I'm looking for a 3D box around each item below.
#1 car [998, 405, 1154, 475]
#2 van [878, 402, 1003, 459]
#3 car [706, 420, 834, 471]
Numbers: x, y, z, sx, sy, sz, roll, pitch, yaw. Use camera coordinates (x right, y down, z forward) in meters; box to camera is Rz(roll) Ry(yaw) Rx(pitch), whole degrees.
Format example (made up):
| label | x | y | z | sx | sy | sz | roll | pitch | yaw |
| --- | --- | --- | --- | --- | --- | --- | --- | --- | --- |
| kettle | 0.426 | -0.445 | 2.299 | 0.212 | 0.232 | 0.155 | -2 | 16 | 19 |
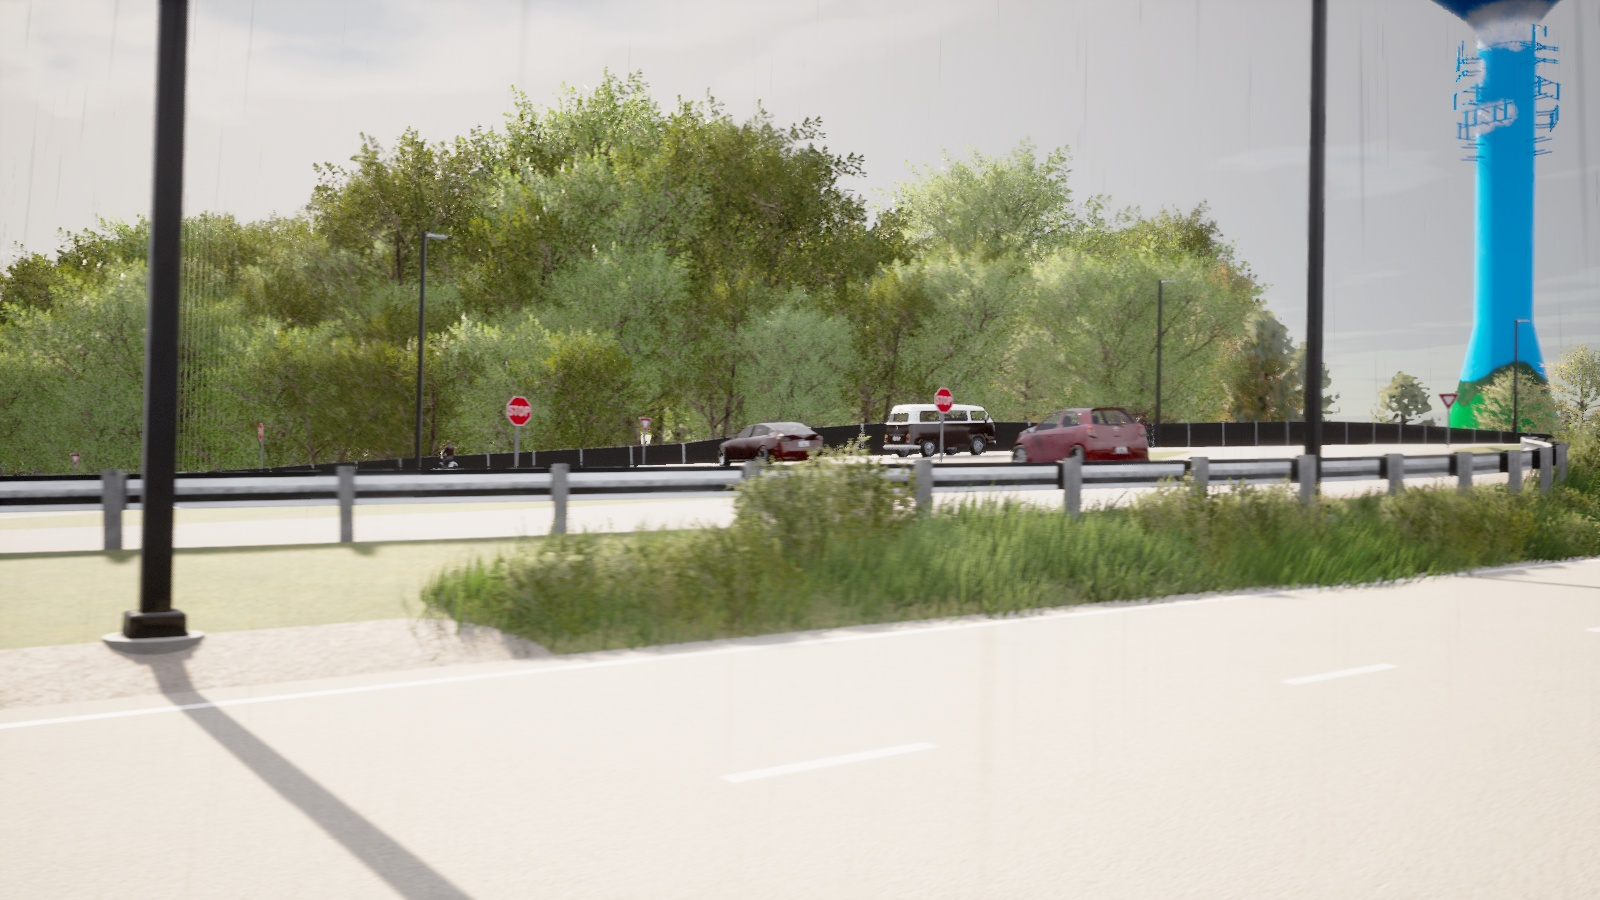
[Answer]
| label | x | y | z | sx | sy | sz | roll | pitch | yaw |
| --- | --- | --- | --- | --- | --- | --- | --- | --- | --- |
| car | 6.356 | -0.231 | 29.334 | 1.845 | 1.501 | 3.633 | -2 | 1 | -21 |
| van | 5.464 | -0.779 | 48.507 | 4.480 | 2.038 | 2.069 | -2 | 1 | -34 |
| car | -1.053 | -0.154 | 41.012 | 2.163 | 1.488 | 4.792 | -3 | 1 | -29 |
